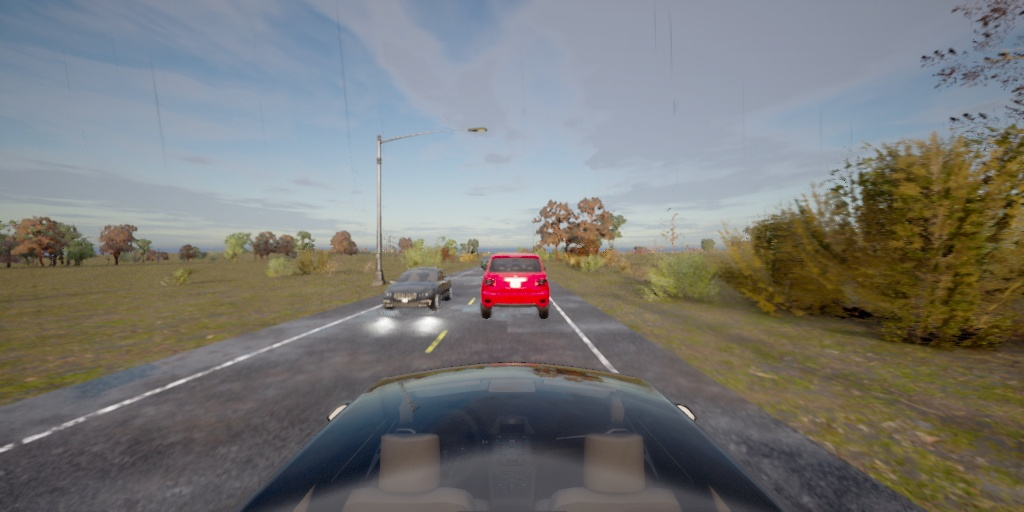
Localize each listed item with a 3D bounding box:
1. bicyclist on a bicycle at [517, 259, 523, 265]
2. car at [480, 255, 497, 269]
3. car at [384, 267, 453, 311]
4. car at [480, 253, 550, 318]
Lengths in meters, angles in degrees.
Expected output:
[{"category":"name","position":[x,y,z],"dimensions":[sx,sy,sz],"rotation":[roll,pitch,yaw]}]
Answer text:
[{"category":"bicyclist on a bicycle","position":[0.964,1.078,42.812],"dimensions":[0.659,1.776,1.843],"rotation":[0,0,0]},{"category":"car","position":[-3.558,0.917,54.881],"dimensions":[2.150,2.045,5.566],"rotation":[0,0,0]},{"category":"car","position":[-3.596,1.241,14.468],"dimensions":[1.837,1.490,4.892],"rotation":[0,0,0]},{"category":"car","position":[0.101,0.953,13.076],"dimensions":[2.150,2.045,5.566],"rotation":[0,-1,0]}]
